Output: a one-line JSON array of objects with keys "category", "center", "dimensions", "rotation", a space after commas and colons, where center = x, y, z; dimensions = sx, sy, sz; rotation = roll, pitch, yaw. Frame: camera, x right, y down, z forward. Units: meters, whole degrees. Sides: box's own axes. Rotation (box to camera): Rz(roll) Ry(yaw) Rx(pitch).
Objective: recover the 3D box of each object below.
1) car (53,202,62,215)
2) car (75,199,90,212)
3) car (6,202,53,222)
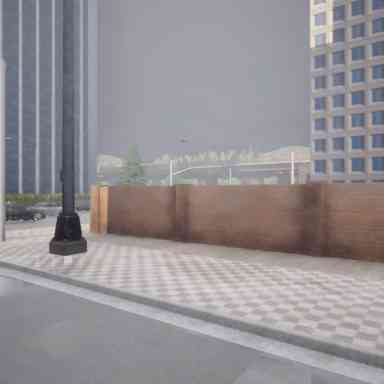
[{"category": "car", "center": [-13.404, 1.601, 29.944], "dimensions": [1.895, 1.301, 4.718], "rotation": [0, 0, 35]}, {"category": "car", "center": [-12.396, 1.547, 37.480], "dimensions": [2.033, 1.411, 5.357], "rotation": [0, 0, 35]}, {"category": "car", "center": [-13.040, 1.505, 24.015], "dimensions": [1.837, 1.490, 4.892], "rotation": [0, 0, 35]}]
